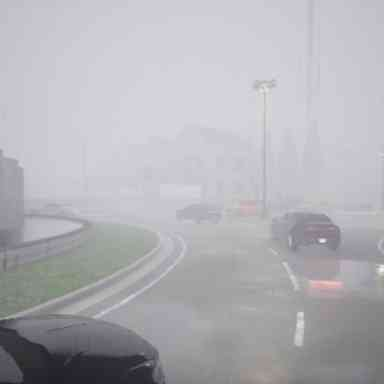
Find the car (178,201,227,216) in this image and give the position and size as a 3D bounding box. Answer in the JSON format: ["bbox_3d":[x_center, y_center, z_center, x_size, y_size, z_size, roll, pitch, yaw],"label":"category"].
[{"bbox_3d":[1.114,1.759,36.526,4.902,1.511,2.128,0,0,-19],"label":"car"}]

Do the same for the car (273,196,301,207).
[{"bbox_3d":[11.640,1.542,41.699,5.566,2.045,2.150,1,-1,-33],"label":"car"}]

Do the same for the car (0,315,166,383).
[{"bbox_3d":[-2.142,1.501,1.636,2.128,1.511,4.902,0,0,37],"label":"car"}]

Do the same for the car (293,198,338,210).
[{"bbox_3d":[14.688,1.784,39.489,5.008,1.535,1.882,0,-1,-35],"label":"car"}]

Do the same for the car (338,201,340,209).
[{"bbox_3d":[22.624,1.990,49.450,4.718,1.301,1.895,0,-1,-36],"label":"car"}]

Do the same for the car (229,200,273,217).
[{"bbox_3d":[5.708,1.612,34.683,4.553,1.767,2.097,0,0,-25],"label":"car"}]

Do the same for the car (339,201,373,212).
[{"bbox_3d":[22.454,1.958,45.000,4.718,1.301,1.895,0,-1,-36],"label":"car"}]

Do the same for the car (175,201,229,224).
[{"bbox_3d":[0.418,1.688,26.918,2.128,1.511,4.902,0,-1,-33],"label":"car"}]

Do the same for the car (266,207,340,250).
[{"bbox_3d":[4.826,1.615,14.773,1.837,1.490,4.892,0,-2,-1],"label":"car"}]

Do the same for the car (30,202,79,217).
[{"bbox_3d":[-13.395,1.744,32.466,4.674,1.442,1.812,0,0,8],"label":"car"}]
